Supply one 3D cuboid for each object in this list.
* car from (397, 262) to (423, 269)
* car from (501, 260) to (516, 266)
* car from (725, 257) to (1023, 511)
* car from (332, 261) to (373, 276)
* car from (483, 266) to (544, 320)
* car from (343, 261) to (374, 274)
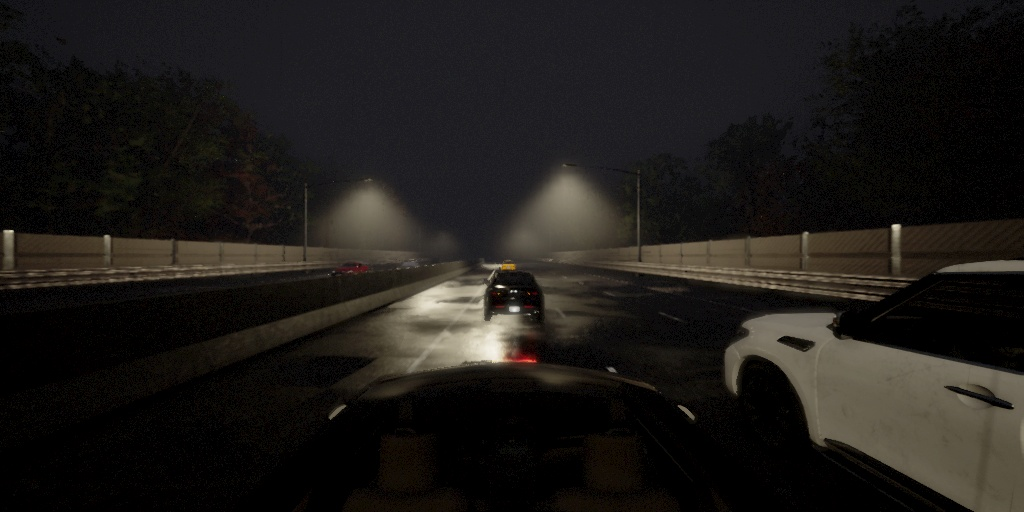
[{"bbox_3d":[-11.003,1.309,39.126,2.033,1.411,5.357,0,0,-1],"label":"car"},{"bbox_3d":[-0.426,1.222,44.215,1.801,1.575,5.366,0,0,-1],"label":"car"},{"bbox_3d":[3.594,0.971,1.864,2.150,2.045,5.566,0,0,0],"label":"car"},{"bbox_3d":[-14.376,1.286,32.297,1.812,1.442,4.674,0,0,-1],"label":"car"},{"bbox_3d":[0.055,1.259,12.560,1.837,1.490,4.892,0,0,0],"label":"car"},{"bbox_3d":[-18.075,1.326,42.525,1.994,1.385,4.181,0,0,-1],"label":"car"}]
